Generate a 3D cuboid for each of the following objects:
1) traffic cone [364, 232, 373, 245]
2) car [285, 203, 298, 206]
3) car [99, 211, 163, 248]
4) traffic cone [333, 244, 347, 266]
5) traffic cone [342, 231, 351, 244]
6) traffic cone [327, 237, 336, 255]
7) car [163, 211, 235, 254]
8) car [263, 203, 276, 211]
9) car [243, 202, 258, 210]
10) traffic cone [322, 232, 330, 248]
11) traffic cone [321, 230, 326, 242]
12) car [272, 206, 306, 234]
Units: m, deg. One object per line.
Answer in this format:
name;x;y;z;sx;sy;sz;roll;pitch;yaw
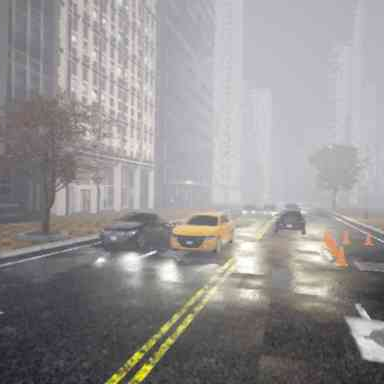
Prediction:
traffic cone;8.735;2.298;16.464;0.340;0.580;0.340;1;-1;17
car;12.238;2.130;40.861;1.882;1.535;5.008;1;-1;17
car;-2.469;1.626;15.570;1.812;1.442;4.674;1;-1;17
traffic cone;5.074;2.172;11.309;0.340;0.580;0.340;1;-1;17
traffic cone;7.778;2.281;16.755;0.340;0.580;0.340;1;-1;17
traffic cone;5.656;2.203;13.221;0.340;0.580;0.340;1;-1;17
car;0.639;1.633;14.619;1.882;1.535;5.008;1;-1;17
car;12.504;2.381;53.418;1.895;1.301;4.718;1;-1;18
car;9.794;2.346;55.655;1.895;1.301;4.718;1;-1;18
traffic cone;6.240;2.233;15.134;0.340;0.580;0.340;1;-1;17
traffic cone;6.822;2.264;17.048;0.340;0.580;0.340;1;-1;17
car;6.447;1.873;21.857;1.812;1.442;4.674;1;-1;17
